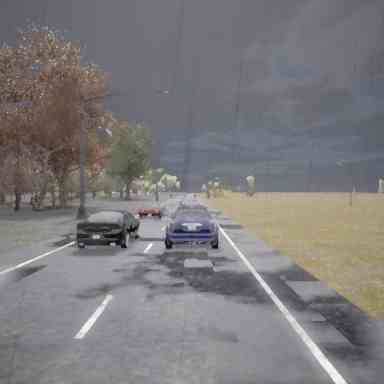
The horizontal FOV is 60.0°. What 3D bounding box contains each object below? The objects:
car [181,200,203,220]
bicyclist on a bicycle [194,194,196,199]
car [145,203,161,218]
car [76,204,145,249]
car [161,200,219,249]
[{"bbox_3d":[0.000,1.522,29.651,1.837,1.490,4.892,0,0,0],"label":"car"},{"bbox_3d":[0.962,1.392,95.482,0.659,1.776,1.843,0,0,0],"label":"bicyclist on a bicycle"},{"bbox_3d":[-3.500,1.622,29.681,1.895,1.301,4.718,0,0,0],"label":"car"},{"bbox_3d":[-3.500,1.487,14.651,1.882,1.535,5.008,0,0,0],"label":"car"},{"bbox_3d":[0.000,1.368,14.621,2.097,1.767,4.553,0,0,0],"label":"car"}]
